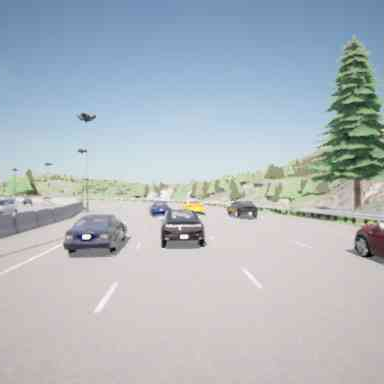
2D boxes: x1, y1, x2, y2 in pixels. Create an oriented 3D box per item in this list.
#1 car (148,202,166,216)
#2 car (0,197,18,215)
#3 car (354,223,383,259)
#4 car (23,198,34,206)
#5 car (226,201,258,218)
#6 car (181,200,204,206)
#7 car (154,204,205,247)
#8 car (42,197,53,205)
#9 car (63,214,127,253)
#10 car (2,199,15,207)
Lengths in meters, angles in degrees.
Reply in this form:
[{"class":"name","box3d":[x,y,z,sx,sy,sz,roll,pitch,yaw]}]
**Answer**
[{"class":"car","box3d":[-3.419,1.717,34.478,1.994,1.385,4.181,0,0,-12]},{"class":"car","box3d":[-16.718,1.495,28.454,2.150,2.045,5.566,-1,-1,-10]},{"class":"car","box3d":[6.808,1.314,9.843,2.097,1.767,4.553,-1,0,-3]},{"class":"car","box3d":[-32.831,1.966,66.689,2.033,1.411,5.357,-1,0,-25]},{"class":"car","box3d":[4.517,1.564,30.792,1.837,1.490,4.892,0,0,-11]},{"class":"car","box3d":[-0.088,1.601,36.059,1.882,1.535,5.008,0,0,-13]},{"class":"car","box3d":[-0.539,1.551,15.483,2.128,1.511,4.902,0,0,-5]},{"class":"car","box3d":[-29.711,1.751,68.272,2.097,1.767,4.553,-1,0,-25]},{"class":"car","box3d":[-3.947,1.637,14.224,2.033,1.411,5.357,-1,0,-5]},{"class":"car","box3d":[-36.495,2.130,66.237,1.994,1.385,4.181,0,0,-27]}]
